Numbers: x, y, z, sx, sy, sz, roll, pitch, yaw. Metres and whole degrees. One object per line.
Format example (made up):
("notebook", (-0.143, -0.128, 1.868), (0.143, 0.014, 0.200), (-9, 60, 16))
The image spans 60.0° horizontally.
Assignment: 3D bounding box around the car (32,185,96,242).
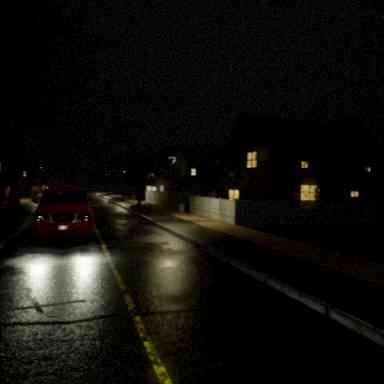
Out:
("car", (-5.469, 0.780, 14.364), (2.150, 2.045, 5.566), (1, 2, -19))
